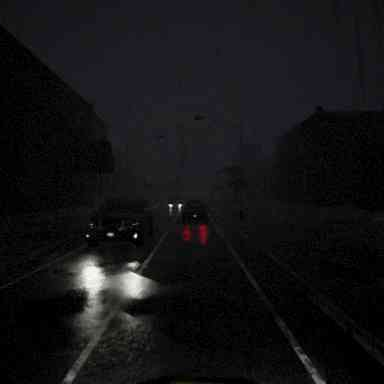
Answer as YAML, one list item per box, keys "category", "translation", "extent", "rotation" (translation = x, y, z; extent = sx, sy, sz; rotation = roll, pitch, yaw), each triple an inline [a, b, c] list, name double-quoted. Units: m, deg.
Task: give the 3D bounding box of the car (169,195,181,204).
- category: "car"
  translation: [-2.790, 1.361, 57.522]
  extent: [1.837, 1.490, 4.892]
  rotation: [-1, 0, 1]

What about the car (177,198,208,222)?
- category: "car"
  translation: [0.217, 1.479, 25.935]
  extent: [2.128, 1.511, 4.902]
  rotation: [0, 0, 0]

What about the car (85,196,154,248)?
- category: "car"
  translation: [-3.033, 1.225, 15.163]
  extent: [2.150, 2.045, 5.566]
  rotation: [0, 0, 0]
